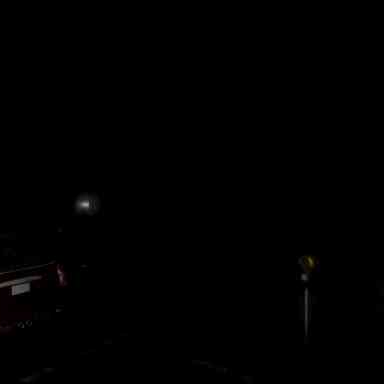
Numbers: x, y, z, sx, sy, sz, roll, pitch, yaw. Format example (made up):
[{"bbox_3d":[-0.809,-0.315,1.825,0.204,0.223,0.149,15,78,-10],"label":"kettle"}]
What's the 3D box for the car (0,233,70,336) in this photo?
[{"bbox_3d":[-4.079,1.440,5.987,4.097,1.590,1.967,0,0,36],"label":"car"}]
